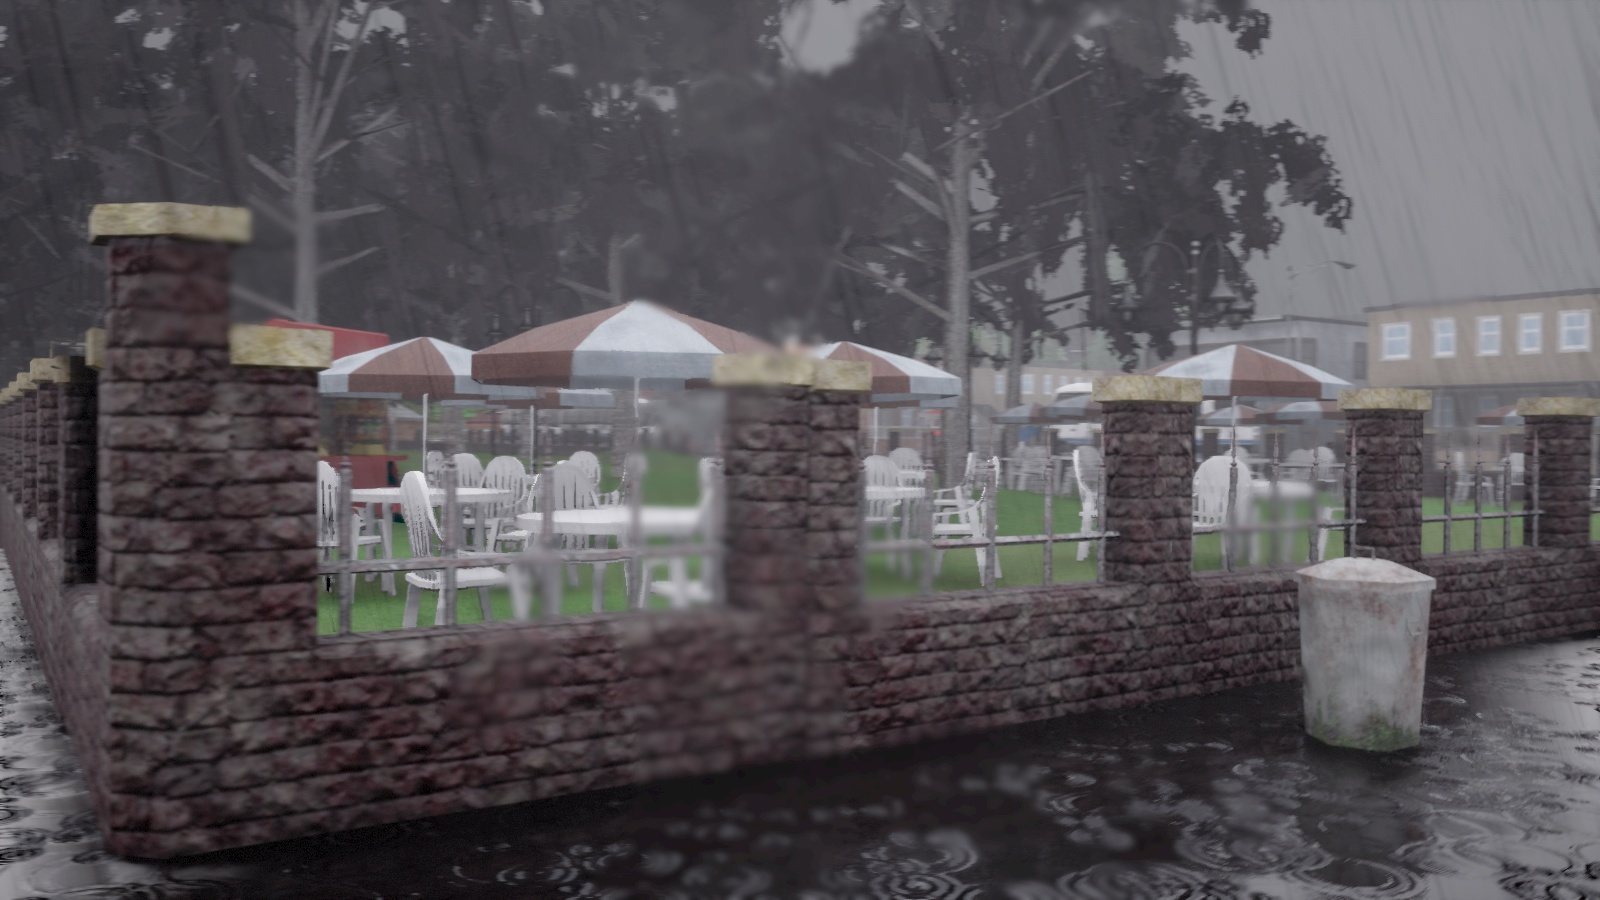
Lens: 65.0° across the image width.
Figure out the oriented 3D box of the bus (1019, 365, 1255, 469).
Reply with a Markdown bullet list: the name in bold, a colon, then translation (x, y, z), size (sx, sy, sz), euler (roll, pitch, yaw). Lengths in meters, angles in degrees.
- **bus**: translation (14.957, -1.399, 56.847), size (3.944, 4.253, 10.273), euler (-1, 1, -33)

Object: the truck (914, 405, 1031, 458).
- **truck**: translation (11.796, -1.288, 85.735), size (7.936, 3.462, 2.891), euler (-1, 1, -33)

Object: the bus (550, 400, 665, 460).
- **bus**: translation (-14.399, -1.442, 93.115), size (3.944, 4.253, 10.273), euler (-1, 1, -37)

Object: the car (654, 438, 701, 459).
- **car**: translation (-9.030, -0.112, 92.584), size (1.816, 1.474, 4.193), euler (-1, 1, -31)
